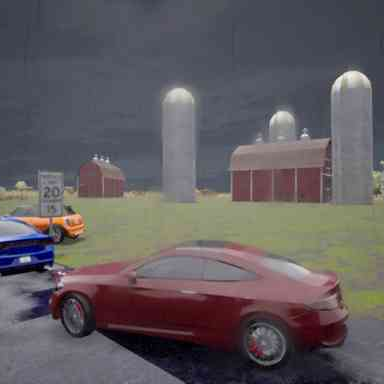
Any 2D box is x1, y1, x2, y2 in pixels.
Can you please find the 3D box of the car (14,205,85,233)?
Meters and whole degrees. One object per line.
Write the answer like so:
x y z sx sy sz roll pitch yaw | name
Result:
-7.444 1.370 15.326 4.553 1.767 2.097 0 0 1 | car

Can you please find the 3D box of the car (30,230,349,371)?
-0.030 1.530 5.413 4.674 1.442 1.812 0 0 19 | car

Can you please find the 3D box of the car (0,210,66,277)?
-5.861 1.480 9.690 5.008 1.535 1.882 0 0 42 | car
